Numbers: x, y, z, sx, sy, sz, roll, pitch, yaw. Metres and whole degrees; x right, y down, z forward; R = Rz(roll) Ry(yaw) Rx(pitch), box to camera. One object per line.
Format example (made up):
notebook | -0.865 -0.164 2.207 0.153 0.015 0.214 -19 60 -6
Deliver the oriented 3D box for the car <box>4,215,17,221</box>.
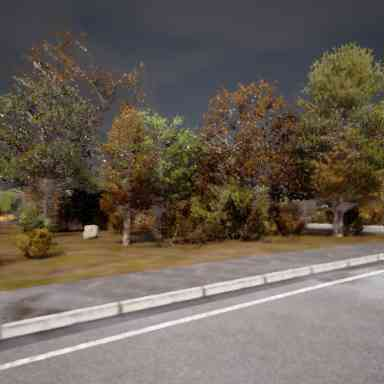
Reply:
car | -45.077 6.283 81.503 5.008 1.535 1.882 -1 -3 15
